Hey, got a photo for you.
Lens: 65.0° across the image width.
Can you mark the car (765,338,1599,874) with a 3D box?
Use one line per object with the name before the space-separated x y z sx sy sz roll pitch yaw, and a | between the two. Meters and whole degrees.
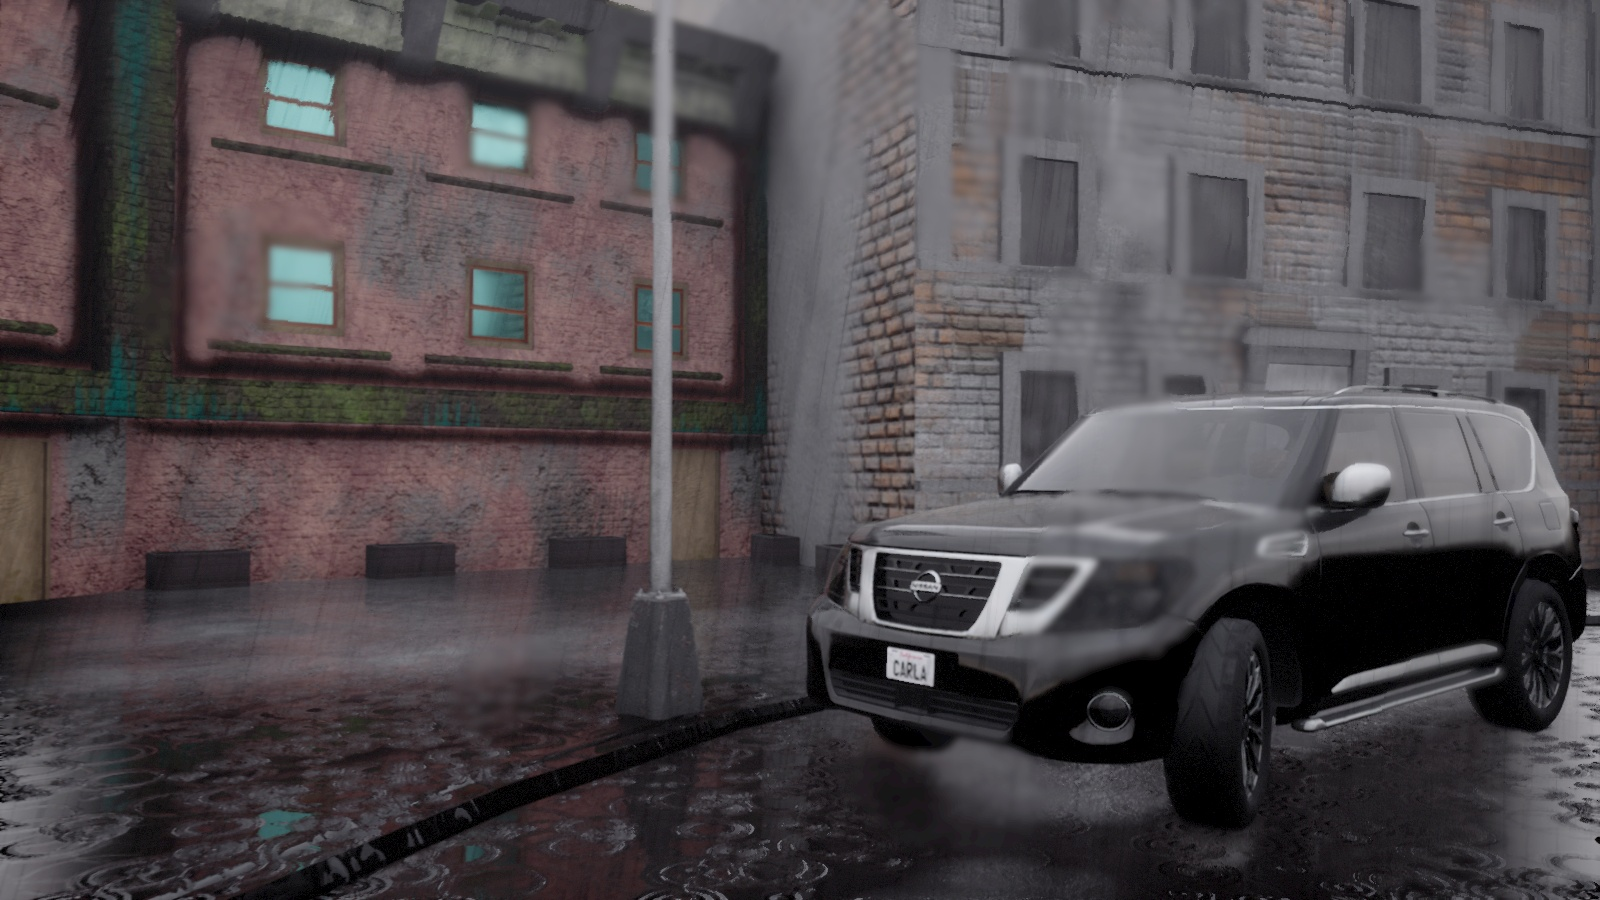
car | 2.654 0.625 7.409 5.566 2.045 2.150 0 -1 -40
